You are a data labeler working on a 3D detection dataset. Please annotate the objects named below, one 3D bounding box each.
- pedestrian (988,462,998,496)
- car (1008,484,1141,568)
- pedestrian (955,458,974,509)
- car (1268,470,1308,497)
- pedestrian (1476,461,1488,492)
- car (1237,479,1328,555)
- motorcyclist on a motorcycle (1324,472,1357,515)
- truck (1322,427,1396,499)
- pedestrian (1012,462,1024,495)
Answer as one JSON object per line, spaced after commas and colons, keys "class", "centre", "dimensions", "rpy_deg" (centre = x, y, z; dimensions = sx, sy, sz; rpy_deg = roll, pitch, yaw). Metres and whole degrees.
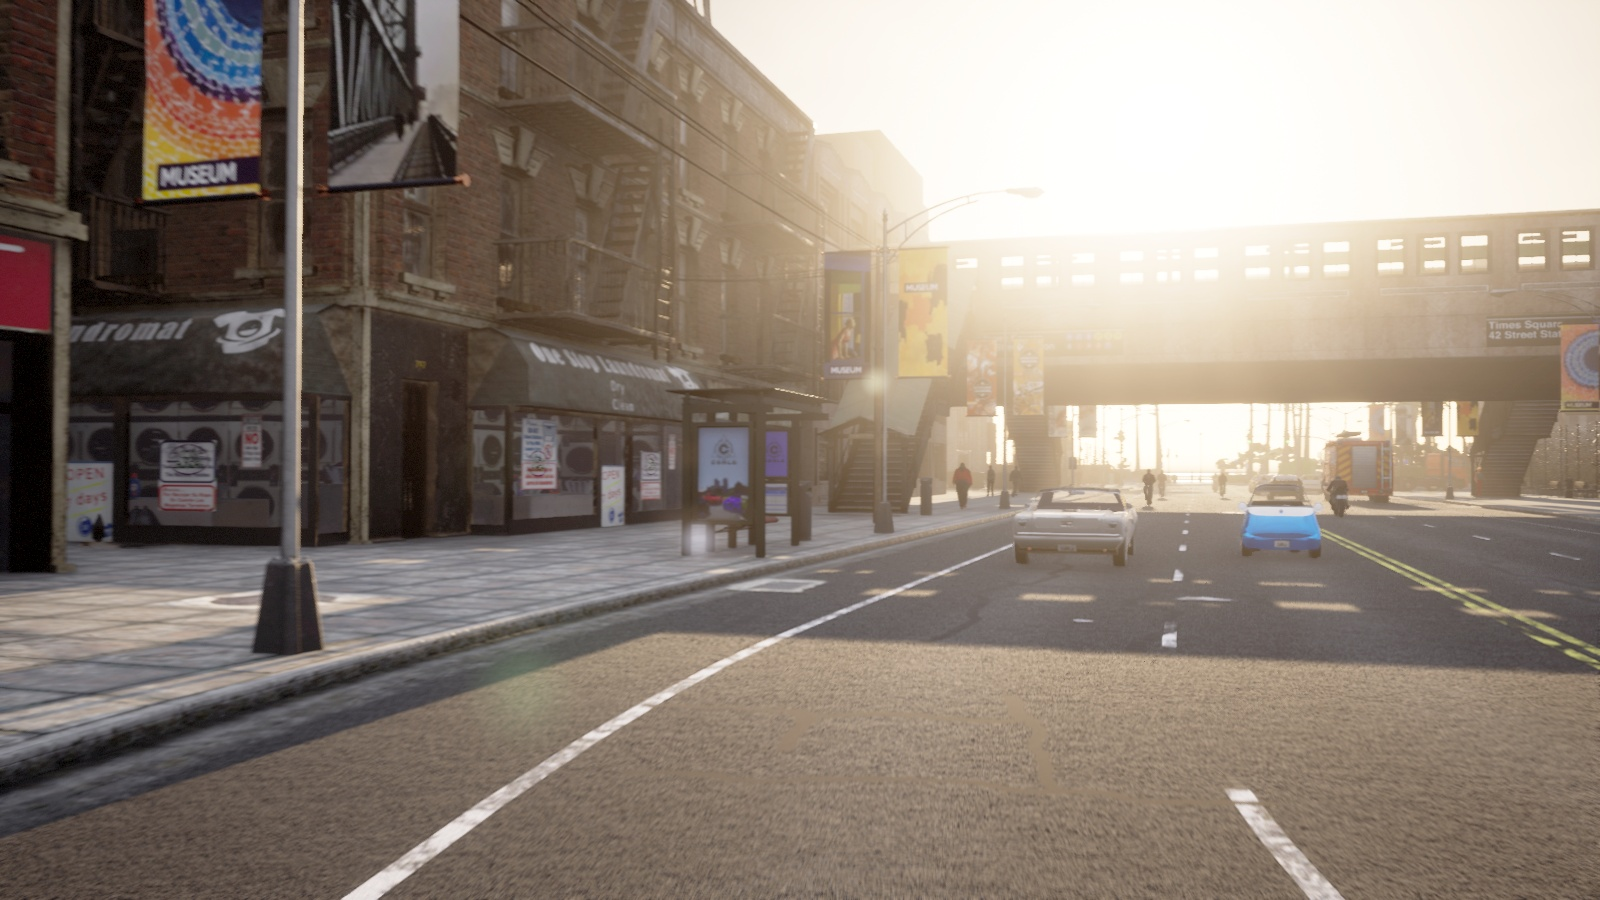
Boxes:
{"class": "pedestrian", "centre": [10.729, 1.608, 69.901], "dimensions": [0.331, 1.846, 0.634], "rpy_deg": [-1, -1, 30]}
{"class": "car", "centre": [5.027, 1.276, 22.517], "dimensions": [1.895, 1.301, 4.718], "rpy_deg": [0, -1, 18]}
{"class": "pedestrian", "centre": [6.093, 1.229, 46.401], "dimensions": [0.634, 1.844, 0.899], "rpy_deg": [0, -1, 11]}
{"class": "car", "centre": [29.083, 1.956, 74.968], "dimensions": [1.882, 1.535, 5.008], "rpy_deg": [0, -1, 18]}
{"class": "pedestrian", "centre": [40.365, 1.589, 74.336], "dimensions": [0.345, 1.836, 0.594], "rpy_deg": [0, -1, 0]}
{"class": "car", "centre": [9.152, 1.242, 23.959], "dimensions": [1.481, 1.376, 2.207], "rpy_deg": [0, -1, 18]}
{"class": "motorcyclist on a motorcycle", "centre": [19.766, 1.557, 45.943], "dimensions": [0.866, 1.530, 2.191], "rpy_deg": [0, -1, 18]}
{"class": "truck", "centre": [31.538, 0.742, 71.164], "dimensions": [2.891, 3.827, 8.468], "rpy_deg": [0, -1, 18]}
{"class": "pedestrian", "centre": [12.238, 1.615, 70.589], "dimensions": [0.370, 1.835, 0.726], "rpy_deg": [-1, -1, 34]}
